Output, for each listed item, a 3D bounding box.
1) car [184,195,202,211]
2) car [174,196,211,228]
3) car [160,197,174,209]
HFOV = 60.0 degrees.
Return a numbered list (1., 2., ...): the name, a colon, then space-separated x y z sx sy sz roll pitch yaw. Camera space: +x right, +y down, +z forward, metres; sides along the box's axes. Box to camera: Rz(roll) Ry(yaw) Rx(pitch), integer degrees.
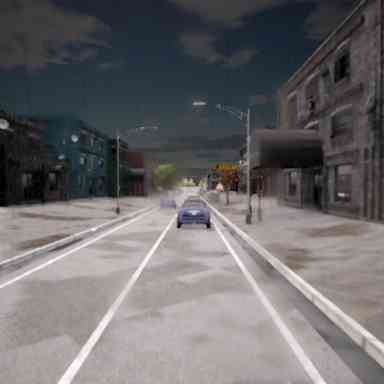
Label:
1. car: 0.125 1.231 39.775 2.097 1.767 4.553 0 0 0
2. car: 0.114 1.309 22.075 2.097 1.767 4.553 0 0 0
3. car: -3.056 1.379 43.196 1.812 1.442 4.674 0 0 0
